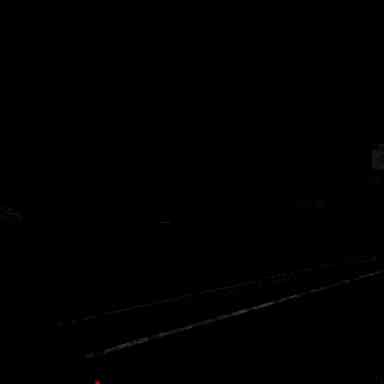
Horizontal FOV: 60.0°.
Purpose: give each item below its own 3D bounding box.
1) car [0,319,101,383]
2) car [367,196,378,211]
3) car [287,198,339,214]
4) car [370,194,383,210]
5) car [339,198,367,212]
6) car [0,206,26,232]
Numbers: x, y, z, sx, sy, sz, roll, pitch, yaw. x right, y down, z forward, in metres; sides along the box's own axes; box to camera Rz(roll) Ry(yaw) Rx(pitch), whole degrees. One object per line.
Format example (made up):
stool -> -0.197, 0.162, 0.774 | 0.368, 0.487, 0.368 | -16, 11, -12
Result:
car -> -2.623, 1.565, 1.814 | 4.181, 1.385, 1.994 | 0, 0, -36
car -> 19.303, 1.508, 40.272 | 2.002, 1.452, 4.674 | 0, 0, -35
car -> 12.503, 1.437, 35.418 | 2.097, 1.535, 5.008 | 0, 0, -35
car -> 23.857, 1.379, 43.478 | 2.185, 1.767, 4.553 | 1, 0, -36
car -> 17.032, 1.453, 38.657 | 2.097, 1.535, 5.008 | 0, 0, -35
car -> -10.701, 1.491, 18.896 | 2.002, 1.452, 4.674 | 0, 0, -35
